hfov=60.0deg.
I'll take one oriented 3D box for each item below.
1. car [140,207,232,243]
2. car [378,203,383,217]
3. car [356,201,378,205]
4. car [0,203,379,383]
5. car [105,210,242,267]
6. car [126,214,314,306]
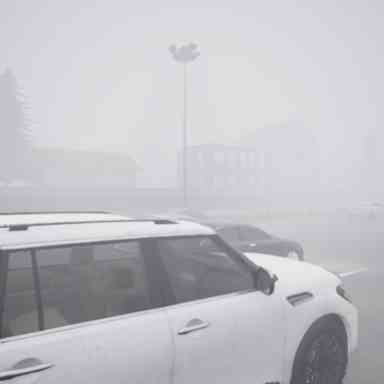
[{"bbox_3d":[-0.238,1.535,16.473,4.181,1.385,1.994,0,0,-35],"label":"car"},{"bbox_3d":[15.392,1.423,23.324,4.892,1.490,1.837,0,0,-35],"label":"car"},{"bbox_3d":[14.247,1.441,26.805,4.674,1.442,1.812,0,0,-36],"label":"car"},{"bbox_3d":[-0.671,1.218,3.266,5.566,2.045,2.150,0,0,-35],"label":"car"},{"bbox_3d":[-0.554,1.506,11.967,4.674,1.442,1.812,0,0,-36],"label":"car"},{"bbox_3d":[0.924,1.487,8.705,4.892,1.490,1.837,0,0,-35],"label":"car"}]
